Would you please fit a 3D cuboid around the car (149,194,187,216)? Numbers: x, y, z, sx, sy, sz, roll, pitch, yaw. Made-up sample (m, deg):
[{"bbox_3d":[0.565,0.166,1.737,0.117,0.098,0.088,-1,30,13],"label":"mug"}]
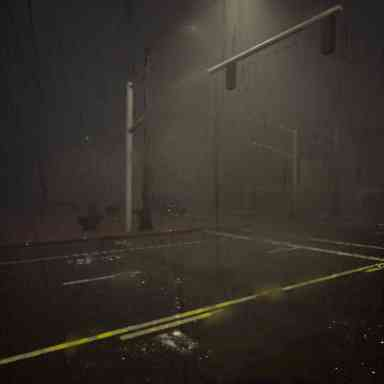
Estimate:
[{"bbox_3d":[-2.758,1.244,32.654,2.150,2.045,5.566,1,0,-35],"label":"car"}]
